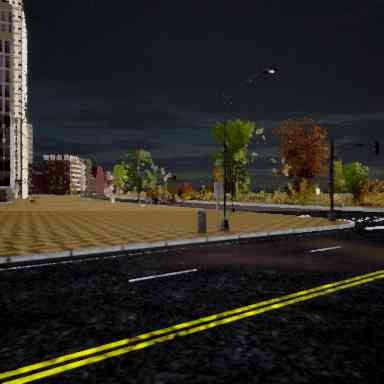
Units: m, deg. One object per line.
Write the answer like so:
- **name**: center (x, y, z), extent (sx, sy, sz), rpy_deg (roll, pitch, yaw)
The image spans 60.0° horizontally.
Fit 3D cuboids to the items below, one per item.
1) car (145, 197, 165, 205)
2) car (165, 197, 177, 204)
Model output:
- **car**: center (-7.373, 1.690, 63.123), extent (1.837, 1.490, 4.892), rpy_deg (0, 0, -29)
- **car**: center (-4.530, 1.719, 64.698), extent (1.994, 1.385, 4.181), rpy_deg (0, 0, -29)
